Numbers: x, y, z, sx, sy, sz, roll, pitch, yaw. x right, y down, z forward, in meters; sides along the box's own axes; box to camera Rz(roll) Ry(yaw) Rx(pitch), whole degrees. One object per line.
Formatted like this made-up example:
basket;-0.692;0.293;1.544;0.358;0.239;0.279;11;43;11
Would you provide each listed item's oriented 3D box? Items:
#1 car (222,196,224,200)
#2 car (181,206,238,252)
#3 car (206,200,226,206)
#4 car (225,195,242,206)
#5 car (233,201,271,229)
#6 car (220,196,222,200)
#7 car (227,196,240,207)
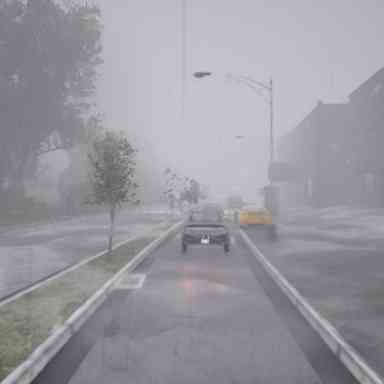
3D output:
car;9.427;1.970;83.486;2.163;1.488;4.792;0;0;3
car;0.607;1.550;14.262;2.128;1.511;4.902;0;0;3
car;1.924;1.734;31.081;1.994;1.385;4.181;0;0;5
car;7.148;1.545;55.691;2.435;2.045;5.566;0;0;5
car;4.106;1.595;22.605;2.097;1.535;5.008;0;0;5
car;9.913;2.018;94.608;2.163;1.488;4.792;0;0;2
car;7.653;1.701;61.153;2.185;1.767;4.553;0;0;5
